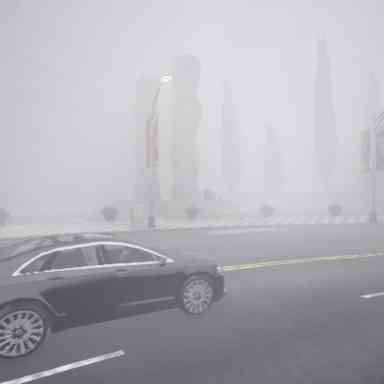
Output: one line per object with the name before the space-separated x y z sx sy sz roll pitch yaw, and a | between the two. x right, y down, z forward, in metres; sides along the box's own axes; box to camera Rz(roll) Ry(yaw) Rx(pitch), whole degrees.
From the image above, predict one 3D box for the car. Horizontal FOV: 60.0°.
car | -1.616 1.487 5.944 4.902 1.511 2.128 0 0 -33
